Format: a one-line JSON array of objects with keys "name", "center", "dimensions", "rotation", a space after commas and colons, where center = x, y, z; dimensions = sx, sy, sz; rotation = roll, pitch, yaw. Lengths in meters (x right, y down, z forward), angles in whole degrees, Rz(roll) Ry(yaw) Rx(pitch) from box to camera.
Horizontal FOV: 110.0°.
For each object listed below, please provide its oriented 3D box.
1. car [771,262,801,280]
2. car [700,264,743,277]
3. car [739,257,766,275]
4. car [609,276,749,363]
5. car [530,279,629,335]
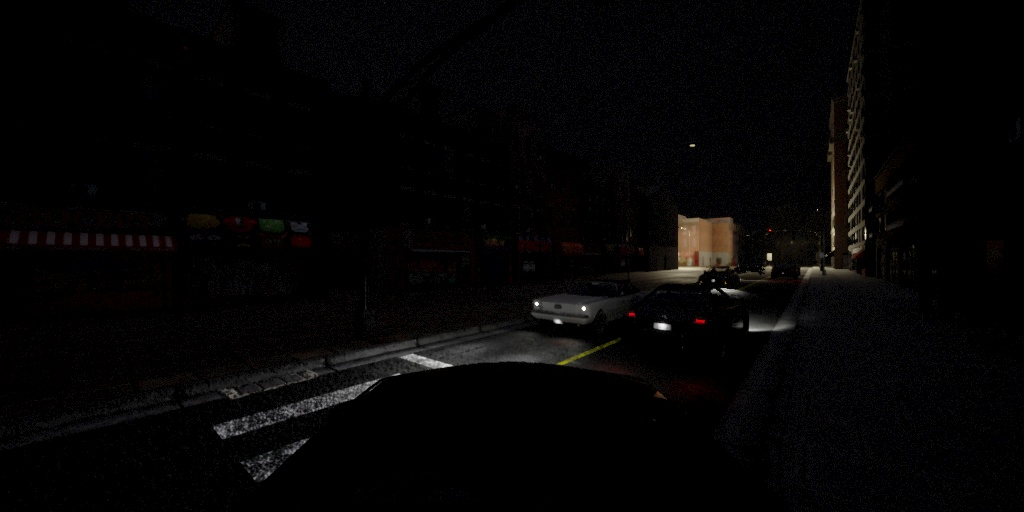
[{"name": "car", "center": [25.896, 1.408, 34.038], "dimensions": [1.882, 1.535, 5.008], "rotation": [0, -1, 40]}, {"name": "car", "center": [14.491, 1.441, 25.049], "dimensions": [1.994, 1.385, 4.181], "rotation": [0, 0, 40]}, {"name": "car", "center": [24.844, 0.962, 37.162], "dimensions": [2.097, 1.767, 4.553], "rotation": [0, -1, 40]}, {"name": "car", "center": [4.206, 1.344, 8.473], "dimensions": [1.994, 1.385, 4.181], "rotation": [0, 0, 40]}, {"name": "car", "center": [2.610, 1.398, 11.000], "dimensions": [1.895, 1.301, 4.718], "rotation": [0, 0, 40]}]
